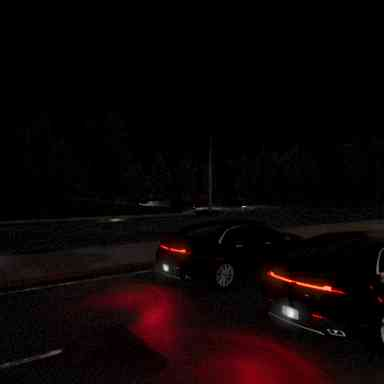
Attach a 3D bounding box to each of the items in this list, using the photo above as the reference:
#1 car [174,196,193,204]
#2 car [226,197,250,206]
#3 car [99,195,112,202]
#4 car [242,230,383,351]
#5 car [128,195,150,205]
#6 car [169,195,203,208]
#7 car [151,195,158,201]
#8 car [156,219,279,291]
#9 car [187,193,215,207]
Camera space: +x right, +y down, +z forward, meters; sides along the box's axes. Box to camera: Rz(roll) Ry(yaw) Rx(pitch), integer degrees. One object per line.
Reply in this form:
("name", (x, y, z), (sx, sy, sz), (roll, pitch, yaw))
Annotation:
("car", (-1.745, 1.548, 67.038), (1.994, 1.385, 4.181), (0, 0, -35))
("car", (7.363, 1.510, 53.934), (1.812, 1.442, 4.674), (0, 0, -35))
("car", (-18.652, 1.457, 72.910), (2.033, 1.411, 5.357), (0, 0, -35))
("car", (3.412, 1.502, 6.229), (4.892, 1.490, 1.837), (0, 0, -35))
("car", (-9.918, 1.589, 60.328), (1.895, 1.301, 4.718), (0, 0, -35))
("car", (-1.228, 1.536, 47.875), (2.033, 1.411, 5.357), (0, 0, -35))
("car", (-9.853, 1.447, 78.651), (1.812, 1.442, 4.674), (0, 0, -35))
("car", (1.380, 1.502, 9.079), (4.892, 1.490, 1.837), (0, 0, -35))
("car", (1.172, 1.209, 50.566), (2.150, 2.045, 5.566), (0, 0, -35))
